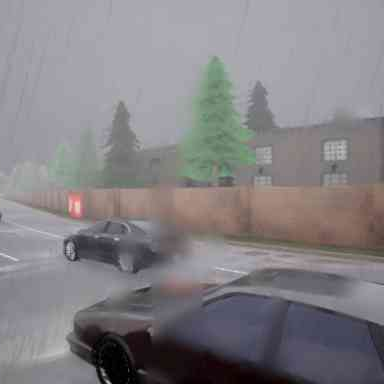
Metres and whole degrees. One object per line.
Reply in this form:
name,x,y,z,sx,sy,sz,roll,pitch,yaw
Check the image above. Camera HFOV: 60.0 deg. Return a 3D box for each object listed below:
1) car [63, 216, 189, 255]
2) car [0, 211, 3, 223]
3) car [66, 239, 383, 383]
car,-2.228,1.534,10.513,4.892,1.490,1.837,0,0,41
car,-15.658,1.638,25.165,1.895,1.301,4.718,0,0,-36
car,1.001,1.563,3.352,5.357,1.411,2.033,0,0,37
